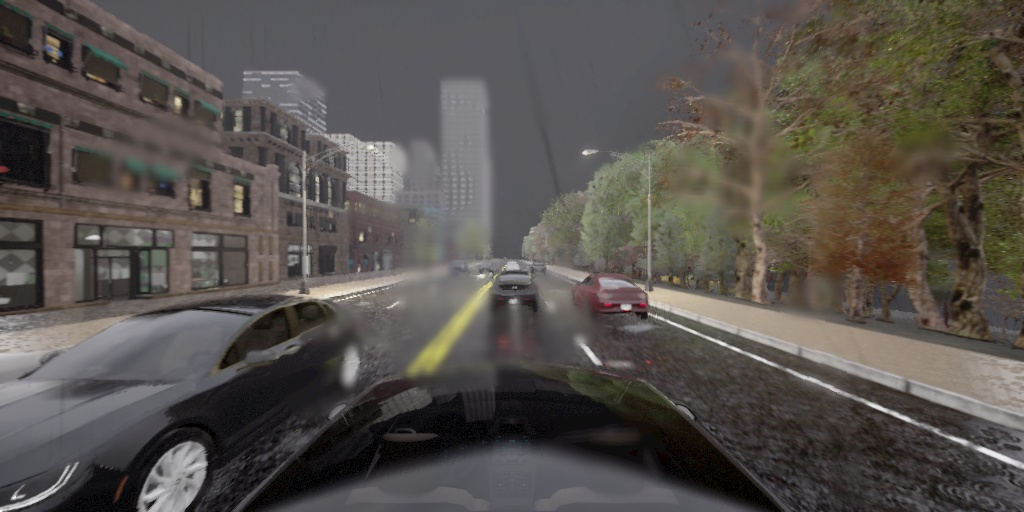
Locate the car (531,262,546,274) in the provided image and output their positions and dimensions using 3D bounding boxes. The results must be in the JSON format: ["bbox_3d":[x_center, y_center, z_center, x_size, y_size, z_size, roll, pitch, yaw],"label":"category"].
[{"bbox_3d":[3.349,1.479,46.193,2.128,1.511,4.902,0,0,0],"label":"car"}]

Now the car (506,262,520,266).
[{"bbox_3d":[0.099,1.522,48.055,1.812,1.442,4.674,0,0,0],"label":"car"}]

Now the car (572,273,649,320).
[{"bbox_3d":[3.351,1.336,12.826,1.812,1.442,4.674,0,0,0],"label":"car"}]

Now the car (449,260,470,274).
[{"bbox_3d":[-6.571,1.331,44.919,2.097,1.767,4.553,0,0,0],"label":"car"}]

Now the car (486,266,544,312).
[{"bbox_3d":[0.101,1.327,14.718,1.837,1.490,4.892,0,0,0],"label":"car"}]

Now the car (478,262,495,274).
[{"bbox_3d":[-3.321,1.497,46.757,1.837,1.490,4.892,0,-1,0],"label":"car"}]

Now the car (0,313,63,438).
[{"bbox_3d":[-6.601,1.353,2.147,1.895,1.301,4.718,0,0,0],"label":"car"}]

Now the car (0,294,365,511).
[{"bbox_3d":[-3.350,1.268,4.093,1.837,1.490,4.892,0,0,0],"label":"car"}]
